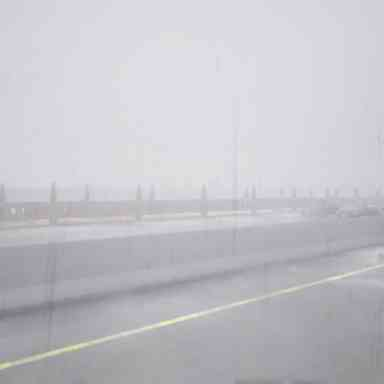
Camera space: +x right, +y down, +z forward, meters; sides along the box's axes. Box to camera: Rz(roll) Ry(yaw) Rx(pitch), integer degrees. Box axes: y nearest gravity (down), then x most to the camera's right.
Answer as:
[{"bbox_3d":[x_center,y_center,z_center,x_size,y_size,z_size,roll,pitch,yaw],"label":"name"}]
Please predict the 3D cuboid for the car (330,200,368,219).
[{"bbox_3d":[13.309,1.523,26.400,4.674,1.442,1.812,0,0,-35],"label":"car"}]

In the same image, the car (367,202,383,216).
[{"bbox_3d":[14.637,1.488,23.049,4.902,1.511,2.128,0,0,-35],"label":"car"}]

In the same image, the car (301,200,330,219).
[{"bbox_3d":[11.726,1.489,29.570,4.902,1.511,2.128,0,0,-35],"label":"car"}]
